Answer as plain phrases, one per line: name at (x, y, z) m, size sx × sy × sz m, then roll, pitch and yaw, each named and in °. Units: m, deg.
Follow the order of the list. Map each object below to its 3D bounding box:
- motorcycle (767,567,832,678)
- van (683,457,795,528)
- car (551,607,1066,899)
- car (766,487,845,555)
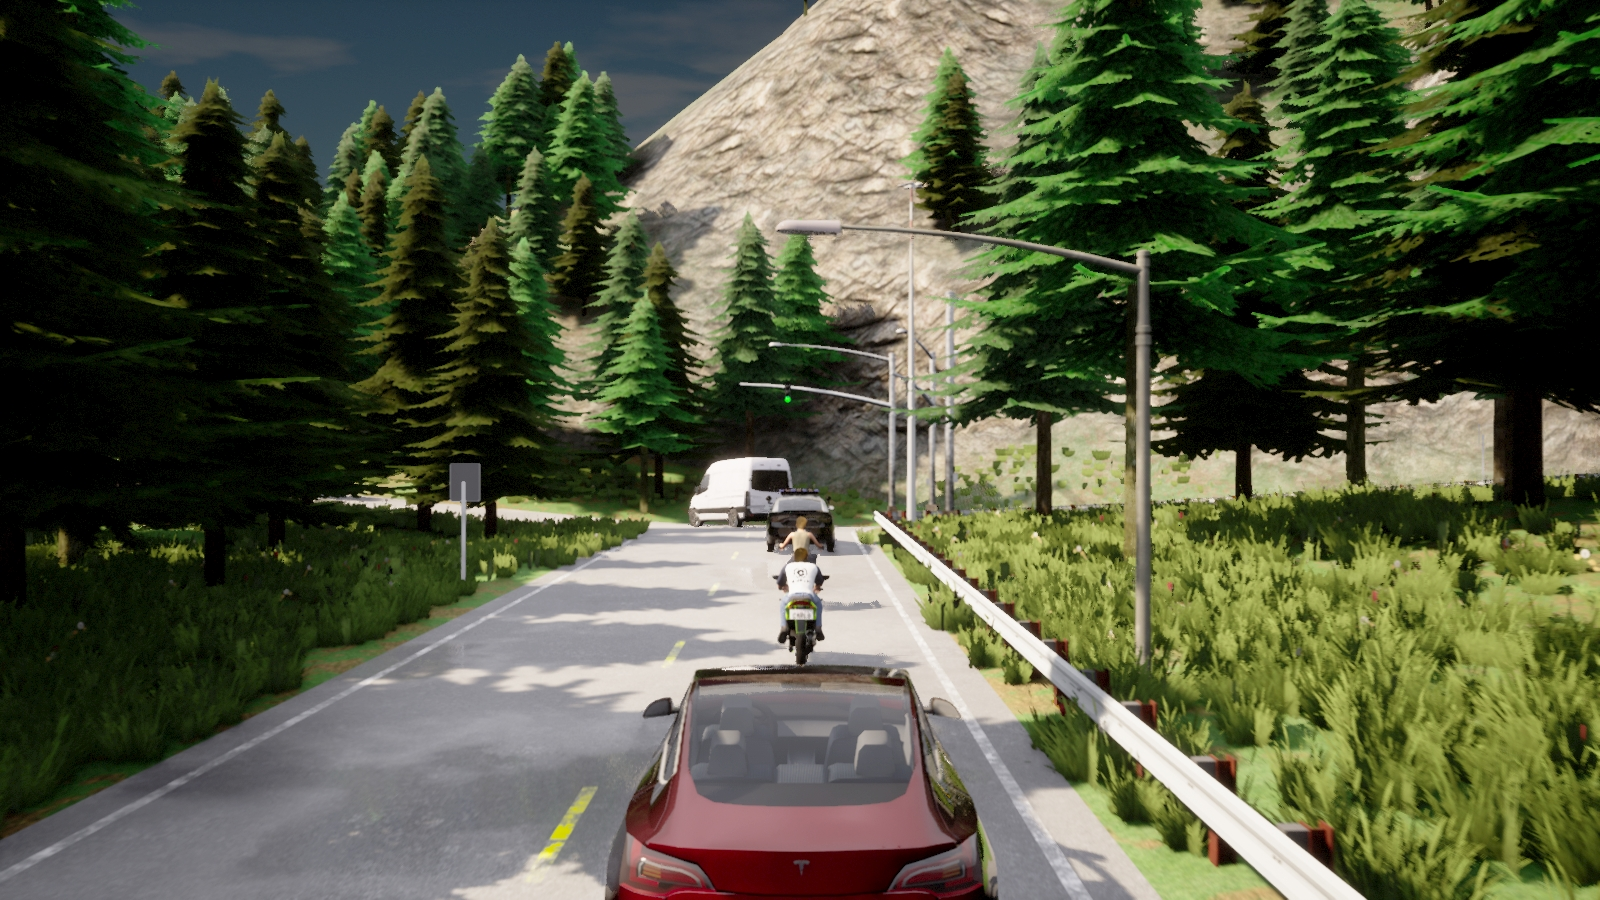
motorcycle at (-0.006, 2.213, 14.960) m, size 0.803 × 1.145 × 2.033 m, roll 0°, pitch 0°, yaw 0°
van at (-2.445, 1.708, 44.099) m, size 1.988 × 2.561 × 5.915 m, roll 2°, pitch -4°, yaw -28°
car at (0.038, 2.063, 7.202) m, size 2.163 × 1.488 × 4.792 m, roll 0°, pitch 0°, yaw 0°
car at (0.086, 1.983, 33.163) m, size 2.097 × 1.638 × 5.238 m, roll 0°, pitch 0°, yaw -1°
